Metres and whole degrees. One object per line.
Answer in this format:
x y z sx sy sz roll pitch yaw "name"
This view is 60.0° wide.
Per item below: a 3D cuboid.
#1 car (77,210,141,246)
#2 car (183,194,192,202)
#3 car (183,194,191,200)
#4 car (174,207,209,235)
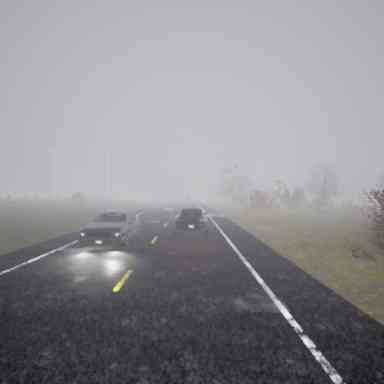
-3.610 1.565 15.553 2.033 1.411 5.357 0 0 0 "car"
-1.061 1.701 82.566 2.128 1.511 4.902 0 0 -2 "car"
-1.342 1.428 92.578 2.097 1.767 4.553 0 0 -2 "car"
-0.047 1.559 18.955 1.812 1.442 4.674 0 0 0 "car"
